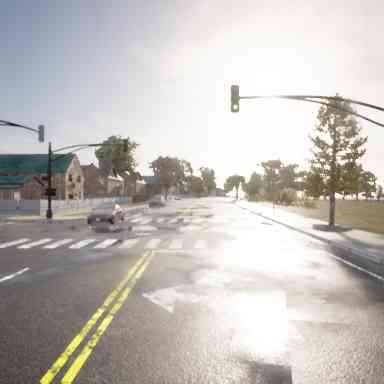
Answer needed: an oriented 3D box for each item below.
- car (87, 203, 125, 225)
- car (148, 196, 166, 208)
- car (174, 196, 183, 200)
[{"bbox_3d":[-6.147,1.552,24.245,1.812,1.442,4.674,0,0,2],"label":"car"},{"bbox_3d":[-5.129,1.400,49.218,2.097,1.767,4.553,0,0,3],"label":"car"},{"bbox_3d":[-3.089,1.481,78.289,1.812,1.442,4.674,0,0,5],"label":"car"}]
